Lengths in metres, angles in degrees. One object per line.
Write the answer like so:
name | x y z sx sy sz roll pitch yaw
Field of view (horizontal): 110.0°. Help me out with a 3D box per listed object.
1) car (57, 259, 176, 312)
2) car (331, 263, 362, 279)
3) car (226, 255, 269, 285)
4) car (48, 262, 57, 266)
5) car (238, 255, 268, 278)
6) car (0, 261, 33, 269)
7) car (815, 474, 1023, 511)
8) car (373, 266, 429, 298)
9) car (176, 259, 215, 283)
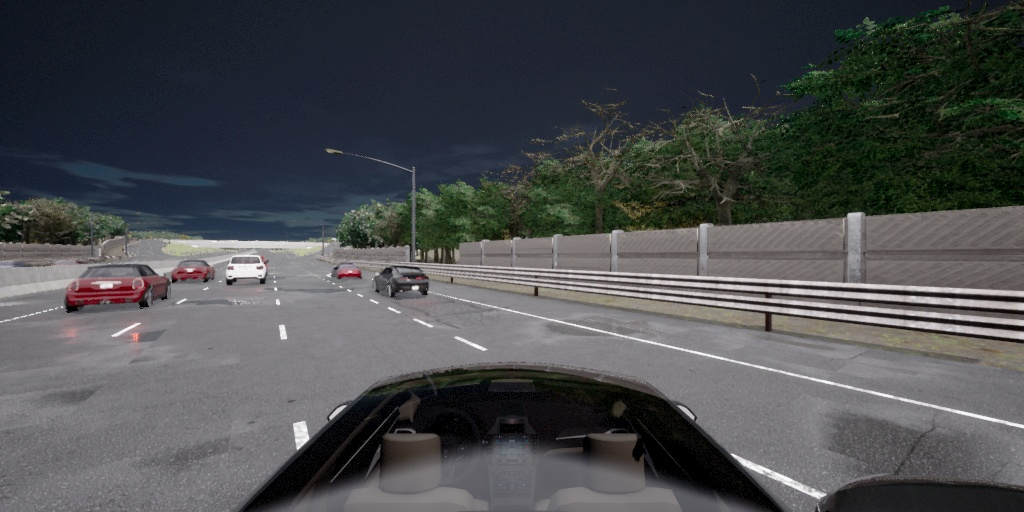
car | -15.717 1.097 14.588 2.097 1.767 4.553 0 0 -34
car | -14.862 1.297 32.143 1.994 1.385 4.181 0 0 -34
car | -19.260 0.956 26.135 2.150 2.045 5.566 0 0 -34
car | -49.982 1.179 40.400 1.882 1.535 5.008 0 0 -33
car | -25.249 0.945 35.095 2.150 2.045 5.566 0 0 -34
car | -51.796 1.251 36.794 2.033 1.411 5.357 0 0 -33
car | 2.986 1.315 0.375 4.181 1.385 1.994 0 0 34
car | -5.880 1.249 18.775 1.837 1.490 4.892 0 0 -34
car | -24.609 1.082 27.828 2.097 1.767 4.553 0 0 -34
